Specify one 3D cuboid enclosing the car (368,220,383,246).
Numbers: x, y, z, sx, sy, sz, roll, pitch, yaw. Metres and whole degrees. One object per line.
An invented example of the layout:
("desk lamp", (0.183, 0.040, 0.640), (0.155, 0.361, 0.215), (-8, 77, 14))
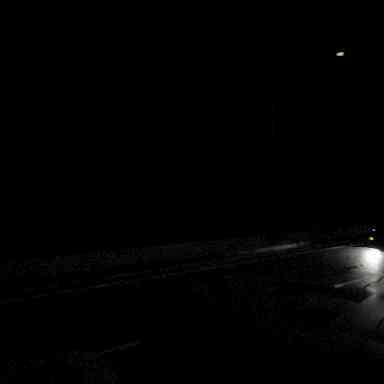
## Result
("car", (9.518, 1.656, 14.470), (4.181, 1.385, 1.994), (0, 0, -35))
